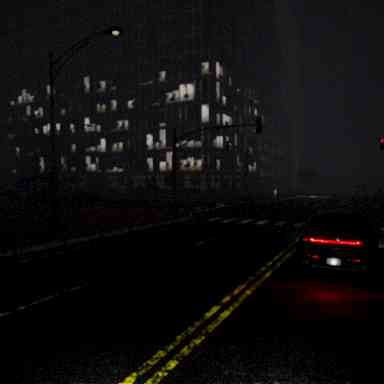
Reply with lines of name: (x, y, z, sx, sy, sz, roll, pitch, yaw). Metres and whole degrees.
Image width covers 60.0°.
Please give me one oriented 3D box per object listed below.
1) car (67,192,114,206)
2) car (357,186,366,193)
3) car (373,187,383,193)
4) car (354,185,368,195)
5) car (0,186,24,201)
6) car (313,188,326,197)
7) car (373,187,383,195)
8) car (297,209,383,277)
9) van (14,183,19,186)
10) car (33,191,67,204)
car: (-9.601, 0.628, 32.176, 4.313, 1.339, 1.947, 1, 2, 29)
car: (38.515, -0.591, 75.555, 1.882, 1.535, 5.008, 1, 2, 27)
car: (41.399, -0.477, 74.060, 1.994, 1.385, 4.181, 1, 2, 27)
car: (33.732, -0.447, 66.334, 2.150, 2.045, 5.566, 1, 2, 27)
car: (-19.547, 0.381, 37.677, 4.313, 1.339, 1.947, 1, 2, 29)
car: (23.019, 0.024, 59.873, 1.812, 1.442, 4.674, 1, 2, 28)
car: (36.602, -0.093, 64.817, 2.033, 1.411, 5.357, 1, 2, 27)
car: (4.292, 1.264, 9.614, 1.837, 1.490, 4.892, 1, 2, 27)
van: (-25.492, -0.402, 50.500, 3.998, 1.788, 1.690, 1, 2, 29)
car: (-14.585, 0.521, 34.910, 4.206, 1.307, 1.802, 1, 2, 29)
